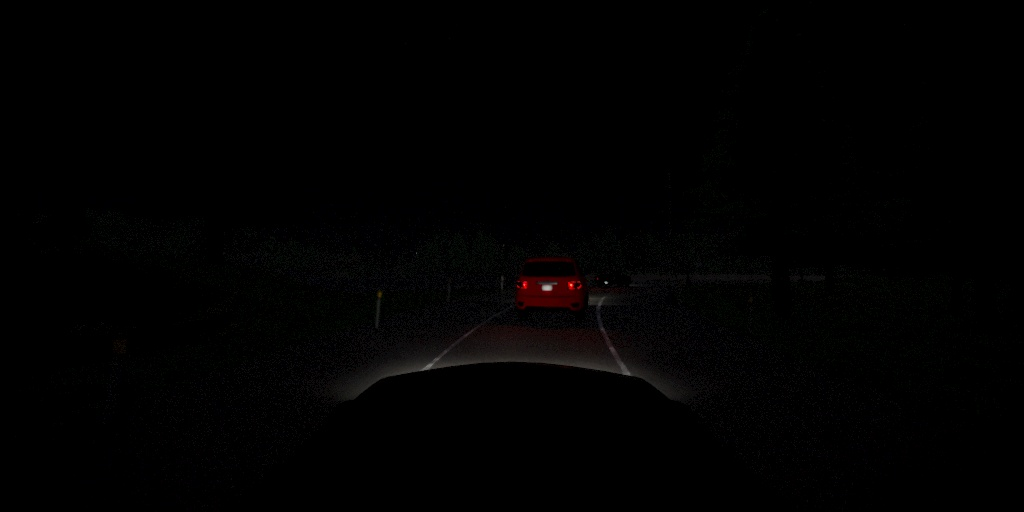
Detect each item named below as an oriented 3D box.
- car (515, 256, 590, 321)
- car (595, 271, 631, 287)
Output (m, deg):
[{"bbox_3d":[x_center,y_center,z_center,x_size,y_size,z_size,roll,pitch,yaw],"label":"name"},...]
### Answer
[{"bbox_3d":[1.609,1.046,13.055,2.150,2.045,5.566,0,-1,13],"label":"car"},{"bbox_3d":[8.537,1.896,30.026,1.895,1.301,4.718,-3,-4,31],"label":"car"}]
